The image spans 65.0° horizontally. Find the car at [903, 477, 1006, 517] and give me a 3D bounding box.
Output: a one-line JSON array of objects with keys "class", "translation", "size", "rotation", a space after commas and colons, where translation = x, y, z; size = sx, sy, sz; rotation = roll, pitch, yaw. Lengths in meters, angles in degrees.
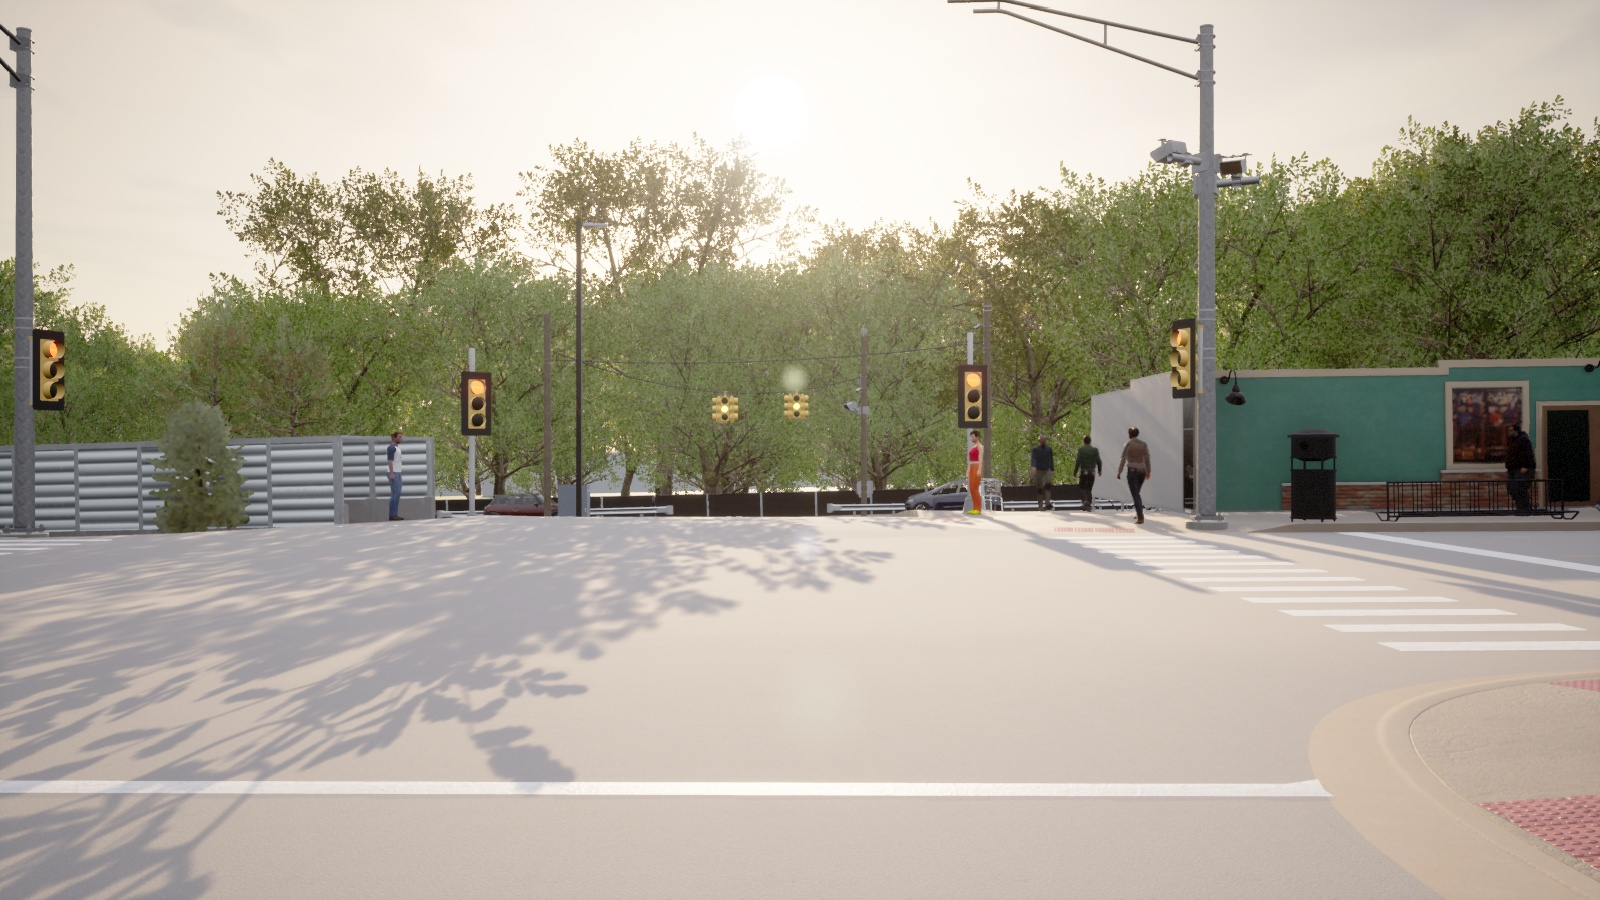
[{"class": "car", "translation": [7.190, 2.190, 58.496], "size": [4.611, 1.667, 2.242], "rotation": [-2, 0, 8]}]

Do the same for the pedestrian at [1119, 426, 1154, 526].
[{"class": "pedestrian", "translation": [6.232, 0.474, 23.269], "size": [0.328, 1.805, 0.869], "rotation": [0, 0, -7]}]

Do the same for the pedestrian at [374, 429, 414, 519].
[{"class": "pedestrian", "translation": [-8.323, 0.495, 25.762], "size": [0.706, 1.836, 0.354], "rotation": [0, 0, 1]}]

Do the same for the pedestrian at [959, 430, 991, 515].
[{"class": "pedestrian", "translation": [3.815, 0.483, 27.394], "size": [0.594, 1.836, 0.345], "rotation": [0, 0, -15]}]

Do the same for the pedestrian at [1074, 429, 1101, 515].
[{"class": "pedestrian", "translation": [6.556, 0.497, 28.632], "size": [0.423, 1.949, 0.788], "rotation": [0, 0, -1]}]

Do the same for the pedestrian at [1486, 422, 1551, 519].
[{"class": "pedestrian", "translation": [13.830, 0.383, 24.183], "size": [0.899, 1.844, 0.634], "rotation": [0, 0, 2]}]

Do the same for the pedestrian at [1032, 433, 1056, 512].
[{"class": "pedestrian", "translation": [5.698, 0.519, 29.346], "size": [0.402, 1.842, 0.726], "rotation": [0, 0, 0]}]

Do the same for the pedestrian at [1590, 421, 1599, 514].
[{"class": "pedestrian", "translation": [16.228, 0.350, 24.770], "size": [0.899, 1.844, 0.634], "rotation": [0, 0, 1]}]

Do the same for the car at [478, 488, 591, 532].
[{"class": "car", "translation": [-12.076, 2.724, 57.305], "size": [4.553, 1.767, 2.097], "rotation": [-2, 0, 6]}]
